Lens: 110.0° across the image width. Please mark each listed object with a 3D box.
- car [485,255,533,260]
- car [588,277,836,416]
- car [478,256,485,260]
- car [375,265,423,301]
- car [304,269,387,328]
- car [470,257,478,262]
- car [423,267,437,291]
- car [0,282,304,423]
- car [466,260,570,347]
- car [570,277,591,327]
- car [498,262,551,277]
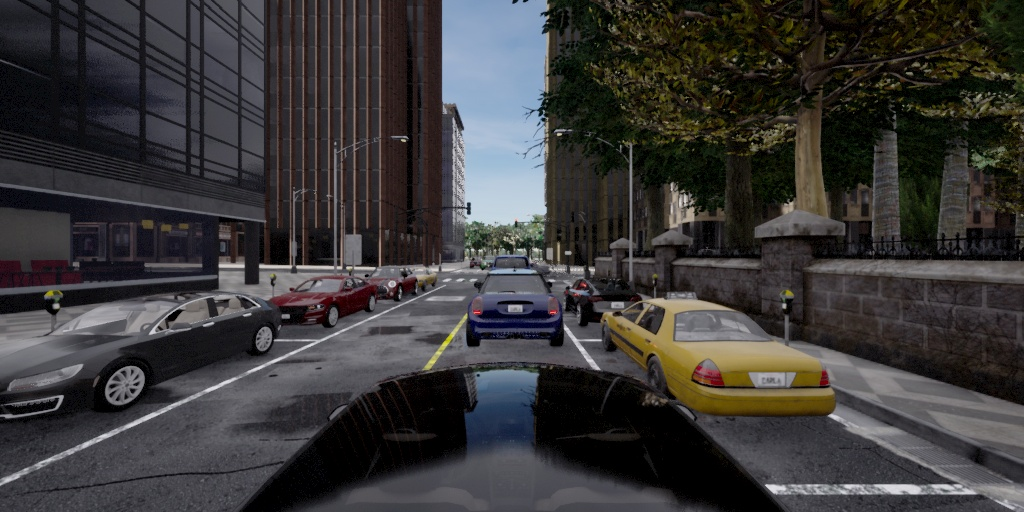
[{"bbox_3d":[-0.021,0.972,18.941,2.150,2.045,5.566,0,0,0],"label":"car"},{"bbox_3d":[2.755,1.275,6.116,1.751,1.417,4.829,0,0,0],"label":"car"},{"bbox_3d":[-3.178,0.981,51.183,2.150,2.045,5.566,0,0,0],"label":"car"},{"bbox_3d":[-5.786,1.190,16.845,1.967,1.591,4.097,0,0,0],"label":"car"},{"bbox_3d":[-5.778,1.295,11.388,1.888,1.381,4.507,0,0,0],"label":"car"},{"bbox_3d":[-5.851,1.078,59.709,2.192,1.841,5.009,0,0,0],"label":"car"},{"bbox_3d":[-5.794,1.276,22.131,1.751,1.417,4.829,0,0,0],"label":"car"},{"bbox_3d":[-5.769,1.300,5.931,2.007,1.370,4.403,0,0,0],"label":"car"},{"bbox_3d":[0.041,1.102,9.506,2.097,1.767,4.553,0,0,-1],"label":"car"},{"bbox_3d":[2.747,1.316,11.403,1.948,1.339,4.313,0,0,0],"label":"car"},{"bbox_3d":[1.269,1.352,37.003,5.357,1.411,2.033,1,0,0],"label":"car"}]
